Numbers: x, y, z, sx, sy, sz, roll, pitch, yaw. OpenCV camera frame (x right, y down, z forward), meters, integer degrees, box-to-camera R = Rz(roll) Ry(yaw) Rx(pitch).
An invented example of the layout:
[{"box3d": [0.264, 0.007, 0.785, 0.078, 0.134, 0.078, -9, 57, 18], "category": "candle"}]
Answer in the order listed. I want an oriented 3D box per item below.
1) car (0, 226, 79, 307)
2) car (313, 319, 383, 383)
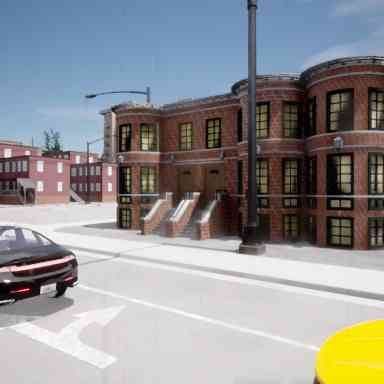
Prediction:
[{"box3d": [-4.540, 1.492, 7.241, 4.902, 1.511, 2.128, 0, 0, 34], "category": "car"}, {"box3d": [3.228, 1.478, 1.692, 5.008, 1.535, 1.882, 0, 0, 36], "category": "car"}]
